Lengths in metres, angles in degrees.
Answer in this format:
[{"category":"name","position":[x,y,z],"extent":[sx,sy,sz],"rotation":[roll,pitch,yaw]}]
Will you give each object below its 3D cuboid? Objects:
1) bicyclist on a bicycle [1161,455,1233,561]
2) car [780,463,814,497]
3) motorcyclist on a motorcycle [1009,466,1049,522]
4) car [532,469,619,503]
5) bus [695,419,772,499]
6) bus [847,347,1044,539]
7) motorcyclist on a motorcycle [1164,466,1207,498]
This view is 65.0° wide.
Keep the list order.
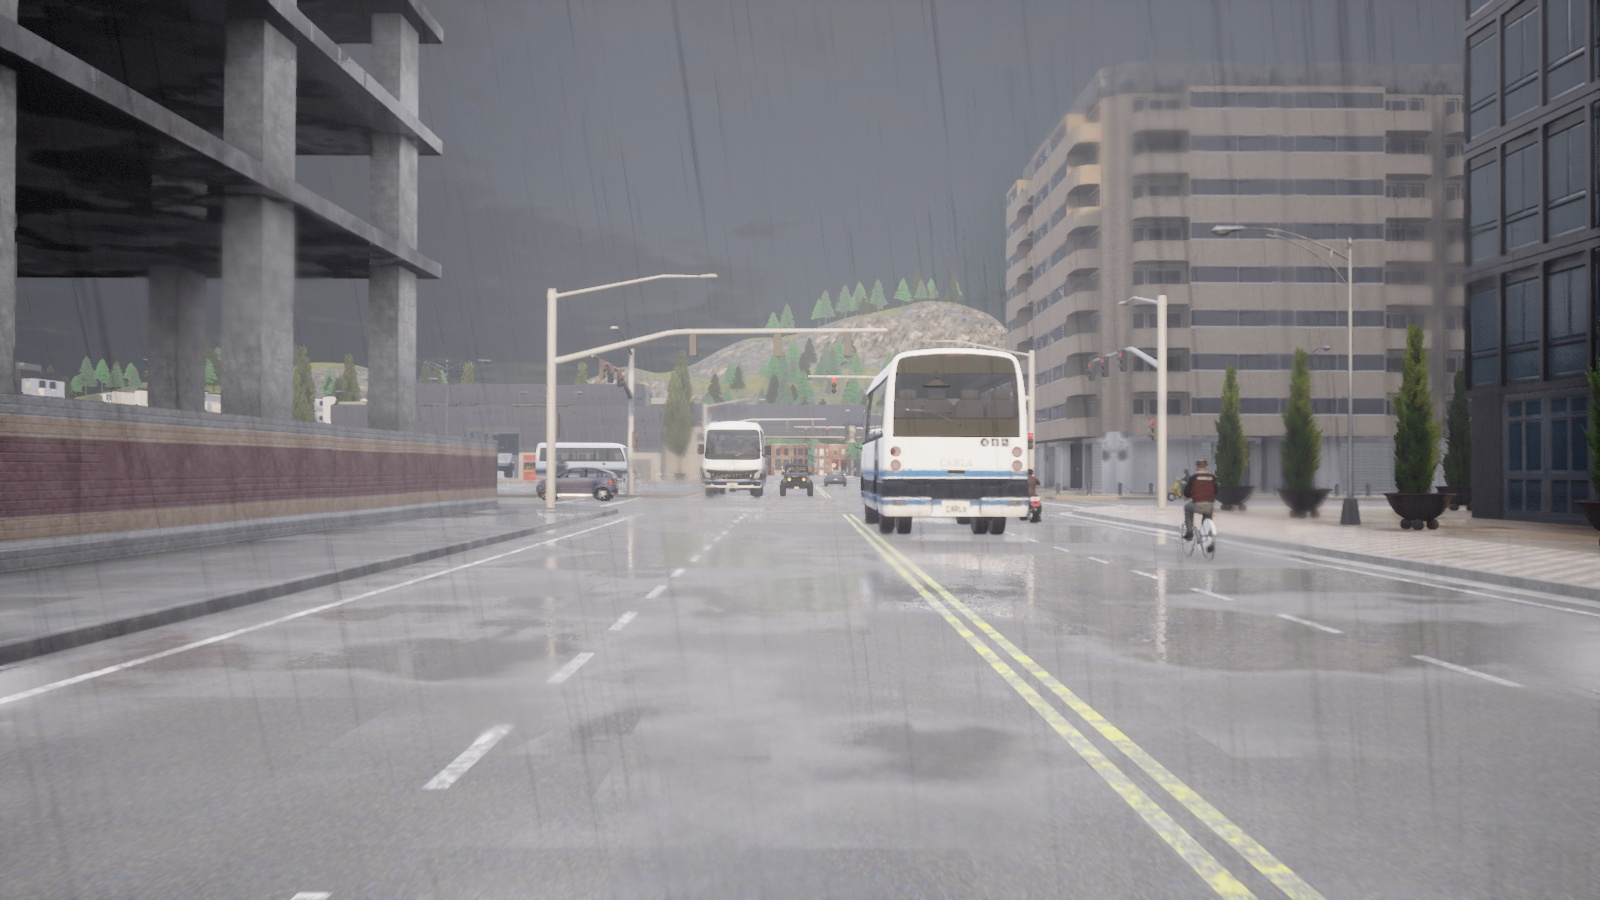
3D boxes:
[{"category":"bicyclist on a bicycle","position":[6.945,0.989,22.046],"extent":[0.659,1.776,1.843],"rotation":[0,-1,0]},{"category":"car","position":[-0.179,1.708,72.507],"extent":[1.905,1.878,3.866],"rotation":[0,-1,0]},{"category":"motorcyclist on a motorcycle","position":[6.906,1.311,37.962],"extent":[0.766,1.649,2.350],"rotation":[0,-1,0]},{"category":"car","position":[-10.288,1.651,57.690],"extent":[3.705,1.549,1.789],"rotation":[0,-1,-1]},{"category":"bus","position":[-3.683,0.550,72.471],"extent":[3.944,4.253,10.273],"rotation":[0,-1,0]},{"category":"bus","position":[3.413,-0.078,32.996],"extent":[3.944,4.253,10.273],"rotation":[0,-1,0]},{"category":"motorcyclist on a motorcycle","position":[18.939,1.570,61.680],"extent":[1.817,1.590,0.866],"rotation":[0,-1,-1]}]
